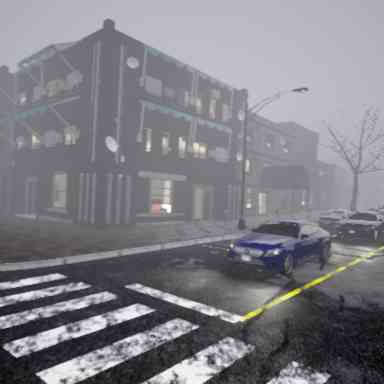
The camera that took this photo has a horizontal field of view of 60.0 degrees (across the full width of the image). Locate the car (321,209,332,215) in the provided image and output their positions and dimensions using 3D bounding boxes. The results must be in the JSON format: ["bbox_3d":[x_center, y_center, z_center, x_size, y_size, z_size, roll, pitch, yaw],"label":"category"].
[{"bbox_3d":[10.388,1.911,23.815,2.008,1.369,4.403,3,1,40],"label":"car"}]

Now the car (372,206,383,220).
[{"bbox_3d":[21.394,2.330,36.676,1.802,1.307,4.206,3,1,40],"label":"car"}]

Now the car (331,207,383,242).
[{"bbox_3d":[9.819,1.819,18.944,1.882,1.535,5.008,2,0,40],"label":"car"}]

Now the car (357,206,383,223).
[{"bbox_3d":[17.725,2.163,32.390,1.887,1.381,4.507,3,1,40],"label":"car"}]

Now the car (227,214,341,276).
[{"bbox_3d":[3.069,1.630,10.963,1.812,1.442,4.674,2,0,42],"label":"car"}]
